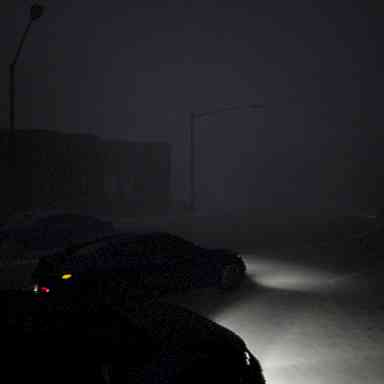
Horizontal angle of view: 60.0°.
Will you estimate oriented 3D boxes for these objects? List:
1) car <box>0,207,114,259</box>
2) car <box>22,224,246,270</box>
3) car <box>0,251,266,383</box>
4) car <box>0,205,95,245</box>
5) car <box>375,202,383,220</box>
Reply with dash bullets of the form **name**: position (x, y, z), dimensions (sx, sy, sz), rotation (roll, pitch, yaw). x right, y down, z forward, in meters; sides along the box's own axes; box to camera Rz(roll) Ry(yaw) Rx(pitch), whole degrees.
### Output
- **car**: position (-5.461, 1.477, 12.884), dimensions (5.008, 1.535, 1.882), rotation (0, 0, -36)
- **car**: position (-0.913, 1.526, 7.275), dimensions (4.674, 1.442, 1.812), rotation (0, 0, -36)
- **car**: position (-1.357, 1.563, 2.659), dimensions (4.181, 1.385, 1.994), rotation (0, 0, -35)
- **car**: position (-7.397, 1.491, 15.842), dimensions (4.902, 1.511, 2.128), rotation (0, 0, -36)
- **car**: position (16.429, 1.506, 27.373), dimensions (1.837, 1.490, 4.892), rotation (0, 1, 21)
